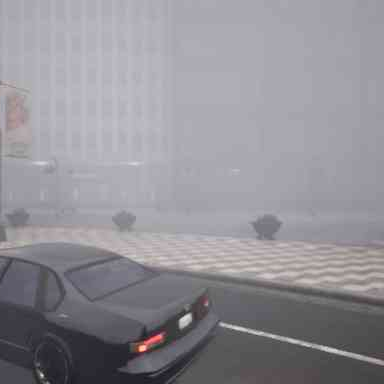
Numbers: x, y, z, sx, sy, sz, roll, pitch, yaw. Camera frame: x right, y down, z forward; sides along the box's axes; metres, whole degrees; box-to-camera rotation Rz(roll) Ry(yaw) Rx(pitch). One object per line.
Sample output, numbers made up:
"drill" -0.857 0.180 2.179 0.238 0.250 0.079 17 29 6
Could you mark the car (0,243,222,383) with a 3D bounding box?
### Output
"car" -2.279 1.520 5.005 5.357 1.411 2.033 0 0 28
